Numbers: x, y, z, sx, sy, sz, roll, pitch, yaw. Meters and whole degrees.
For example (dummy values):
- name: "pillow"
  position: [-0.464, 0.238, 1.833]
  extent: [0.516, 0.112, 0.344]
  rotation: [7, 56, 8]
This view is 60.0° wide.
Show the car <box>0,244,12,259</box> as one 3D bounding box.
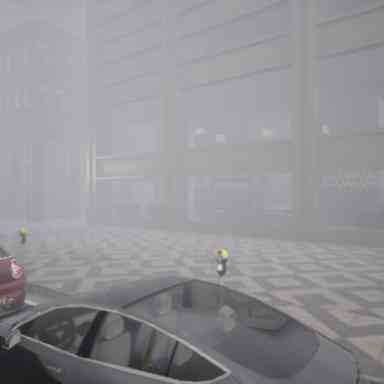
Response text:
- name: "car"
  position: [-5.185, 1.500, 6.669]
  extent: [4.097, 1.590, 1.967]
  rotation: [-1, 0, 36]

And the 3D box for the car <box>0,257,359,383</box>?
- name: "car"
  position: [-0.628, 1.584, 3.411]
  extent: [4.313, 1.339, 1.947]
  rotation: [-1, 0, 36]
